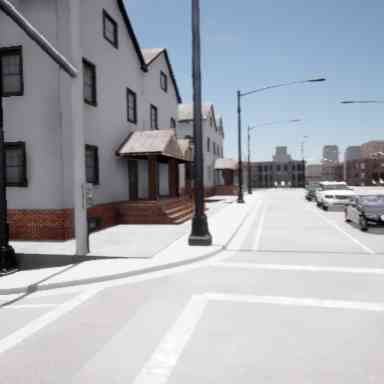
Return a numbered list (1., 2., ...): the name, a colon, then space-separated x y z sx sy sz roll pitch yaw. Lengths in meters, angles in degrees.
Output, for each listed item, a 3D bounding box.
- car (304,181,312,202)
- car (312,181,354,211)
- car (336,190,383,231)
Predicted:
1. car: 13.161 -0.121 35.065 2.150 2.045 5.566 -1 2 14
2. car: 10.733 0.237 25.165 2.150 2.045 5.566 -1 2 13
3. car: 8.404 0.857 15.433 2.128 1.511 4.902 -1 2 14
